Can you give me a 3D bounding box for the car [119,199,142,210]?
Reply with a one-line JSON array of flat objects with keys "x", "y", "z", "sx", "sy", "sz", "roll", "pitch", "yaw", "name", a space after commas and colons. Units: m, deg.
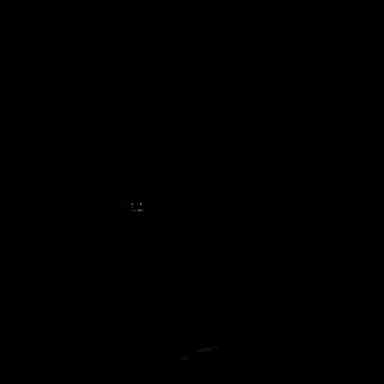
[{"x": -10.033, "y": 1.949, "z": 54.501, "sx": 2.097, "sy": 1.767, "sz": 4.553, "roll": 1, "pitch": -1, "yaw": -40, "name": "car"}]
